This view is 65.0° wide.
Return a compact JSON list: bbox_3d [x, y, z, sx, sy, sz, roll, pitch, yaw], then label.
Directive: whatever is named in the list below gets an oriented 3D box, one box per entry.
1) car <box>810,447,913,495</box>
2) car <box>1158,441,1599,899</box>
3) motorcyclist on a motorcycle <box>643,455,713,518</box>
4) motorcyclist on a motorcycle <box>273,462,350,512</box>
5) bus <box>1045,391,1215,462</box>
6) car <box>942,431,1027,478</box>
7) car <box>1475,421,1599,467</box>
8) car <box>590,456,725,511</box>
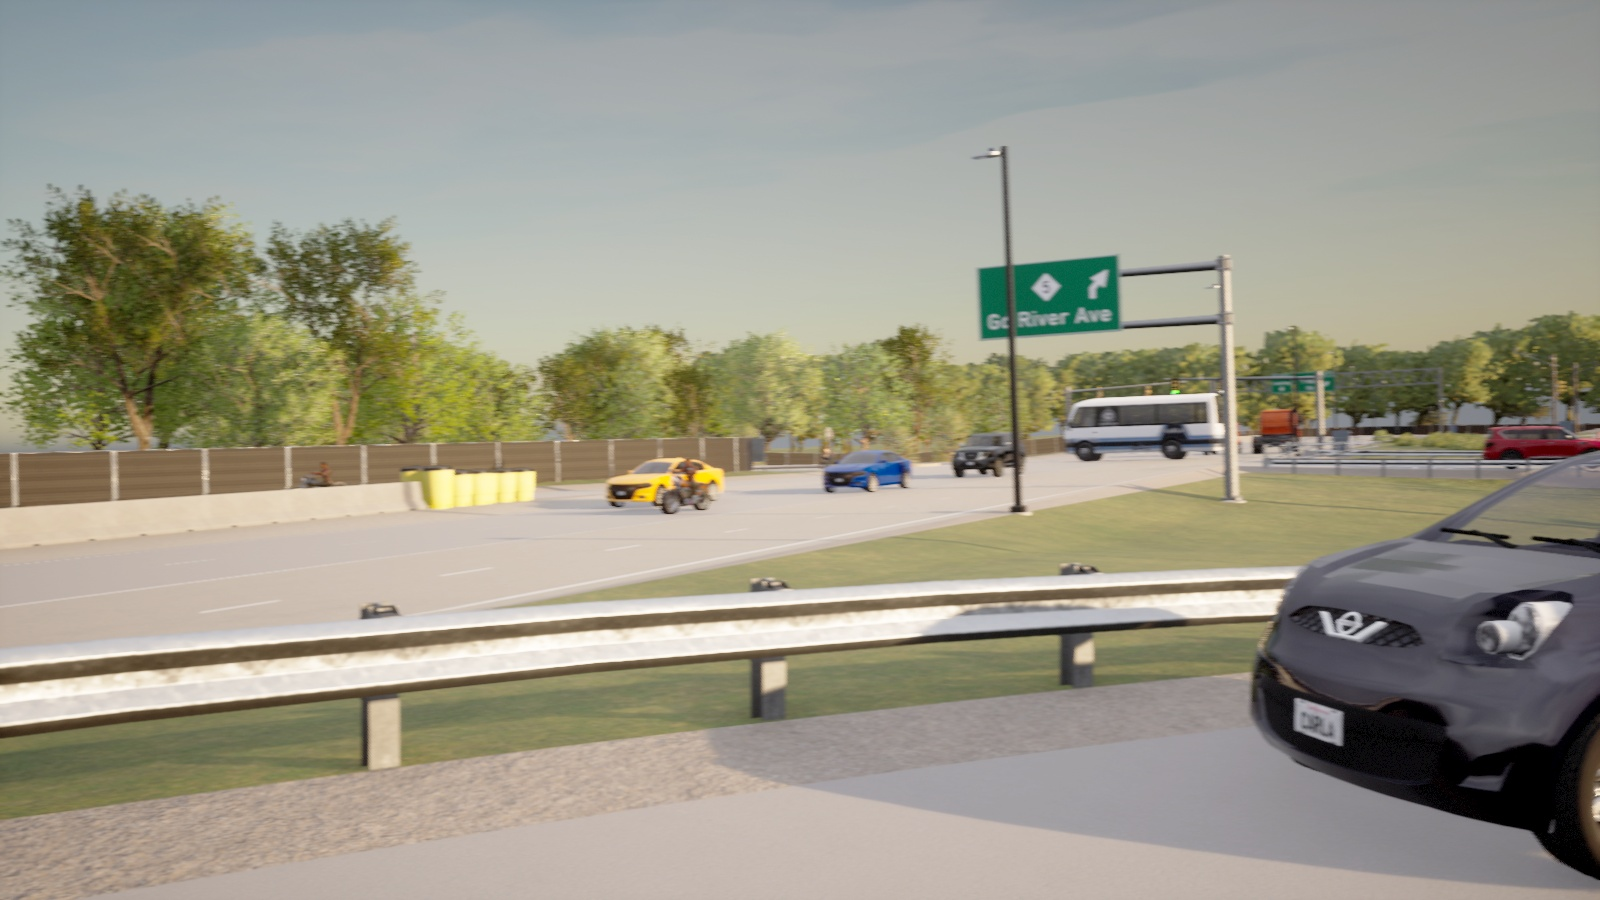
[{"bbox_3d":[2.359,0.749,46.750,1.882,1.535,5.008,-2,0,28],"label":"car"},{"bbox_3d":[3.598,0.719,5.214,3.633,1.501,1.845,0,1,-16],"label":"car"},{"bbox_3d":[-3.430,1.015,35.624,0.766,1.649,2.350,-2,1,28],"label":"motorcyclist on a motorcycle"},{"bbox_3d":[-17.217,1.288,44.277,2.350,1.649,0.766,-2,1,-41],"label":"motorcyclist on a motorcycle"},{"bbox_3d":[22.011,-1.497,83.873,10.273,4.253,3.944,-2,0,26],"label":"bus"},{"bbox_3d":[8.738,0.171,59.029,2.150,2.045,5.566,-2,0,28],"label":"car"},{"bbox_3d":[35.583,-0.290,60.242,5.566,2.045,2.150,-1,1,29],"label":"car"},{"bbox_3d":[-4.559,1.046,41.032,1.882,1.535,5.008,-2,0,28],"label":"car"}]
